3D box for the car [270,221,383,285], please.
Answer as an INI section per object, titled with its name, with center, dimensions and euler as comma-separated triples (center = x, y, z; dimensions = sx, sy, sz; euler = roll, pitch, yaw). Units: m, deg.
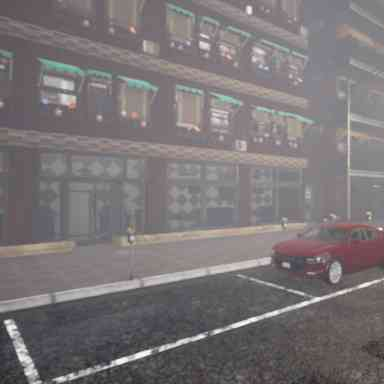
[car]
center = 4.171, 1.566, 9.536
dimensions = 4.507, 1.381, 1.887
euler = 0, 0, -36
